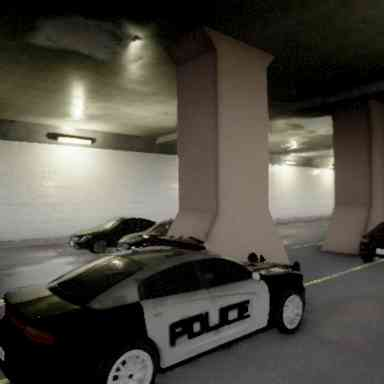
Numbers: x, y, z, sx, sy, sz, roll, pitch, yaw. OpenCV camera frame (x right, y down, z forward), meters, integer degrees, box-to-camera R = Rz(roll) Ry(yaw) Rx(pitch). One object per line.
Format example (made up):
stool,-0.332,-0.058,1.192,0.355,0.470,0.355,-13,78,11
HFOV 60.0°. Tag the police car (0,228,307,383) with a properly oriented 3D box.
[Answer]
police car,-0.065,1.529,5.269,5.238,1.638,1.930,0,-1,-40

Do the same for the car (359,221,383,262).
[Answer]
car,7.529,1.652,11.604,4.674,1.442,1.812,0,-1,-40

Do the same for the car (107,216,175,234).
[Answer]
car,-0.495,1.750,12.786,4.892,1.490,1.837,0,-1,-40

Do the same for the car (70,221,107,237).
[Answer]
car,-3.139,1.846,15.136,4.674,1.442,1.812,0,-1,-40
